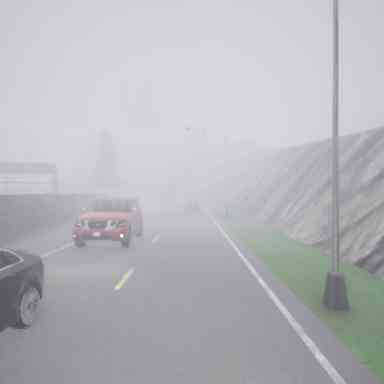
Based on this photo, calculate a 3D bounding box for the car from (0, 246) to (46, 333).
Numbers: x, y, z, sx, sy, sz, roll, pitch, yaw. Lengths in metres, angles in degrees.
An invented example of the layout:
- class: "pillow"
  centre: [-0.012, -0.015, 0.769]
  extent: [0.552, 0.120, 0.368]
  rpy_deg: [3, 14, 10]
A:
- class: "car"
  centre: [-3.597, 1.496, 4.165]
  extent: [2.128, 1.511, 4.902]
  rpy_deg: [0, 0, 0]

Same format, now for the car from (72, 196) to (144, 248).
- class: "car"
  centre: [-3.579, 1.235, 15.263]
  extent: [2.150, 2.045, 5.566]
  rpy_deg: [0, 0, 0]

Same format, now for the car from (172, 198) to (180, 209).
- class: "car"
  centre: [-1.580, 1.523, 47.386]
  extent: [1.882, 1.535, 5.008]
  rpy_deg: [0, 0, -13]

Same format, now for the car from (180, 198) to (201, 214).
- class: "car"
  centre: [-0.006, 1.582, 35.815]
  extent: [2.033, 1.411, 5.357]
  rpy_deg: [0, 0, -2]
